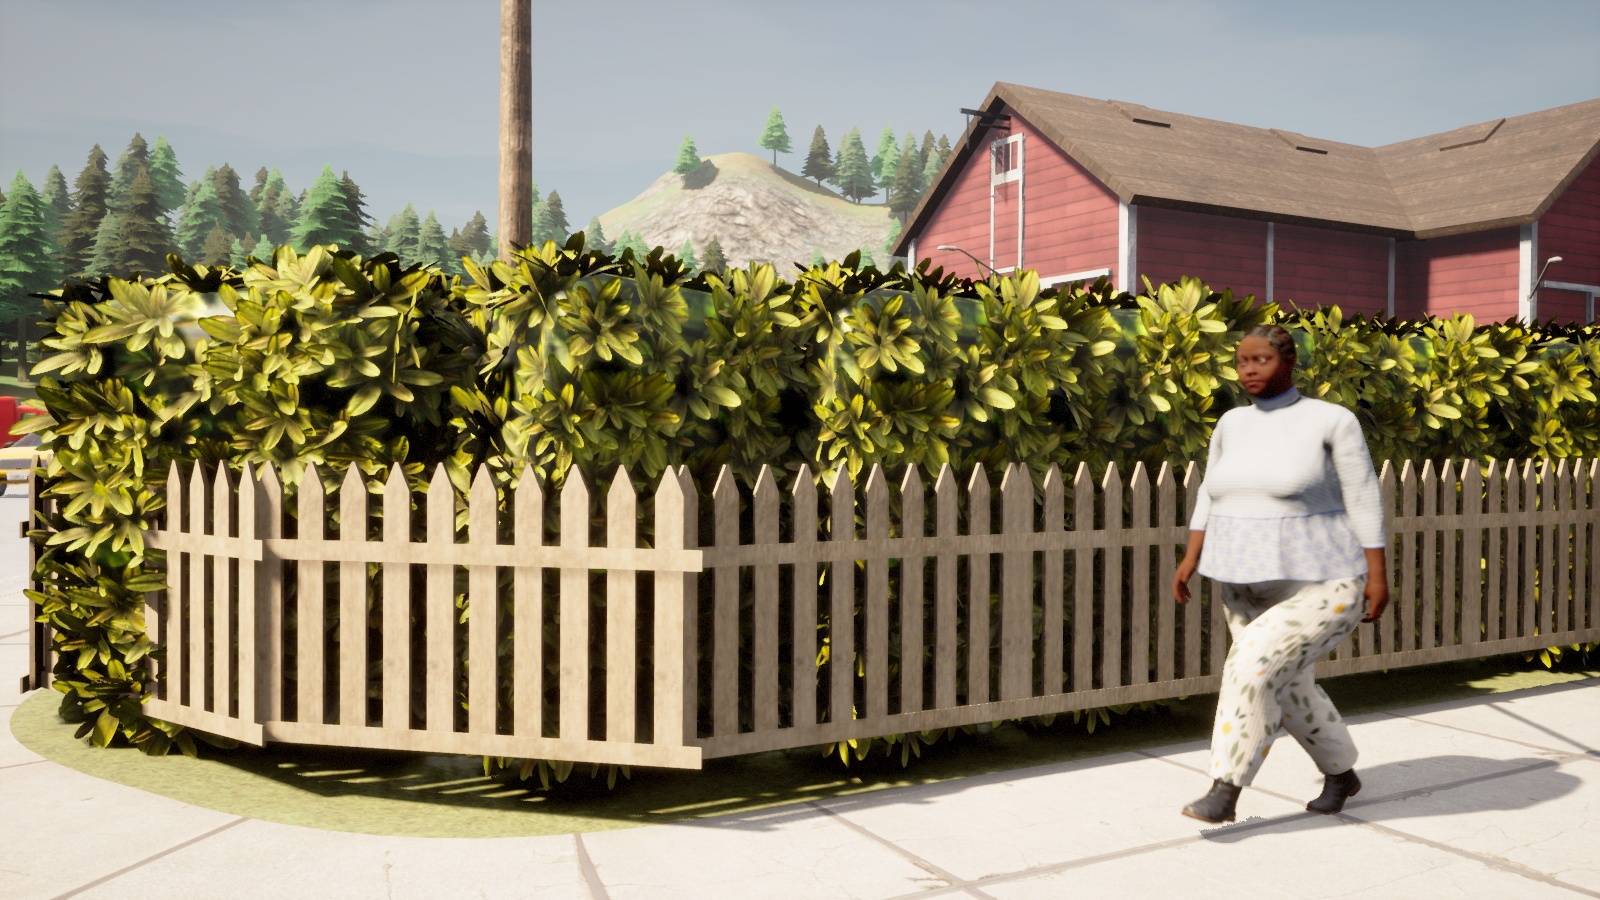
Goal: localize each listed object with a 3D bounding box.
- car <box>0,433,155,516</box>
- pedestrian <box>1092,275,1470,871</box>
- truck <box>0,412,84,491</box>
[{"bbox_3d":[-15.584,0.433,26.836,1.801,1.575,5.366,-1,1,-12],"label":"car"},{"bbox_3d":[1.701,0.374,4.503,0.900,1.855,0.874,-1,1,-29],"label":"pedestrian"},{"bbox_3d":[-26.359,0.068,40.855,5.204,2.467,2.627,-2,1,-29],"label":"truck"}]
